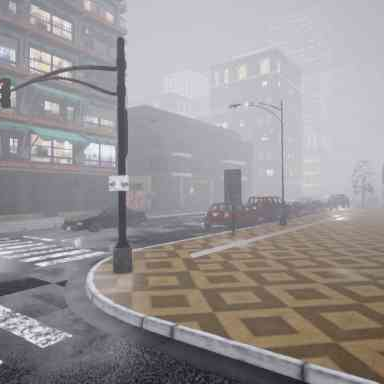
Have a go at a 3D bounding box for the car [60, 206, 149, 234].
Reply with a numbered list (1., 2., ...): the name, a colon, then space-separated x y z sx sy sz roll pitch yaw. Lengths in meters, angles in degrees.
1. car: -4.960 1.539 19.729 2.033 1.411 5.357 -1 0 36

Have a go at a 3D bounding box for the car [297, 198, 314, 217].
1. car: 9.142 1.470 29.742 1.802 1.307 4.206 -1 0 36

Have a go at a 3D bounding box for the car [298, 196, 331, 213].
1. car: 12.460 1.421 34.245 1.887 1.381 4.507 -1 0 36

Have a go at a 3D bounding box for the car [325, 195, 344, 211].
1. car: 15.779 1.415 38.747 2.008 1.369 4.403 -1 0 36

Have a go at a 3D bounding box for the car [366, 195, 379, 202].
1. car: 35.689 1.333 65.761 1.887 1.381 4.507 -1 0 36

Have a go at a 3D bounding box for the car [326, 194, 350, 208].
1. car: 19.095 1.167 43.251 2.192 1.841 5.009 -1 0 36

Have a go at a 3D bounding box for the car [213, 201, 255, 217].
1. car: 4.152 1.560 32.095 1.895 1.301 4.718 -1 0 36

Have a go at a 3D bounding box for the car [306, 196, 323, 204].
1. car: 22.608 1.439 61.295 1.752 1.417 4.829 -1 0 36

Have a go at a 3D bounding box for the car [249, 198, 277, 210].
1. car: 9.335 1.489 43.285 1.752 1.417 4.829 -1 0 36

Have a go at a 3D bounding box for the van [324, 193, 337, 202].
1. van: 29.344 1.229 70.437 1.690 1.788 3.998 -1 0 36

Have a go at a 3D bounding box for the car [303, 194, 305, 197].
1. car: 16.014 1.394 48.037 1.882 1.535 5.008 -1 -1 37

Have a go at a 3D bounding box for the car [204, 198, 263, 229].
1. car: 2.504 1.352 20.739 1.967 1.590 4.097 -1 0 36

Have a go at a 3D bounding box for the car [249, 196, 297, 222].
1. car: 5.821 1.215 25.241 2.192 1.841 5.009 -1 0 36
